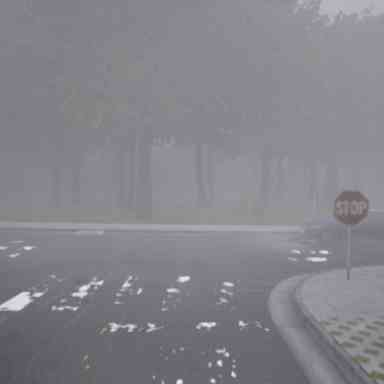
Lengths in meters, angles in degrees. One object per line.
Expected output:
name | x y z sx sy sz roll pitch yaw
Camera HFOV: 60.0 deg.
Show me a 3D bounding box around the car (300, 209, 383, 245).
car | 7.197 1.456 14.642 4.674 1.442 1.812 0 2 0
